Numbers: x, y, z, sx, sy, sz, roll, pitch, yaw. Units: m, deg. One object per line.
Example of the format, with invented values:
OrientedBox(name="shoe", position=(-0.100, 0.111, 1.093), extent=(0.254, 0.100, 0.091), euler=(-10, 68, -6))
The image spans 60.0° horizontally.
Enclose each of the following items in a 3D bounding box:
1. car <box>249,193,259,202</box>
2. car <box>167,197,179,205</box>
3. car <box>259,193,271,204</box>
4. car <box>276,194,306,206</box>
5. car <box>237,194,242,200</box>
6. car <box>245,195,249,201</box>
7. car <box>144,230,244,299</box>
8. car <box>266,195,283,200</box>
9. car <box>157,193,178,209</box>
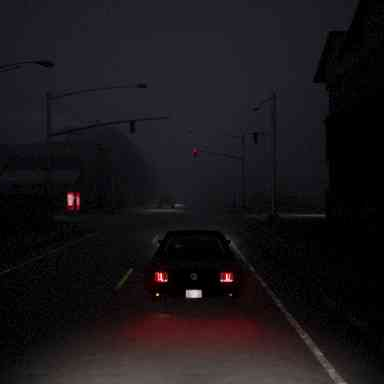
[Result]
OrientedBox(name="car", position=(14.170, 1.092, 67.572), extent=(3.866, 1.878, 1.905), euler=(0, 0, 0))
OrientedBox(name="car", position=(-3.554, 1.600, 62.050), extent=(1.895, 1.301, 4.718), euler=(0, 0, 0))
OrientedBox(name="car", position=(14.170, 1.169, 54.778), extent=(5.027, 1.636, 2.152), euler=(0, 0, 0))
OrientedBox(name="car", position=(14.494, 1.247, 48.360), extent=(3.806, 1.475, 1.970), euler=(0, 0, 0))
OrientedBox(name="car", position=(13.894, 1.388, 89.062), extent=(3.633, 1.501, 1.845), euler=(0, 0, 0))
OrientedBox(name="car", position=(13.758, 1.112, 70.478), extent=(4.605, 1.855, 1.932), euler=(0, 0, 0))
OrientedBox(name="car", position=(0.059, 1.601, 8.388), extent=(1.895, 1.301, 4.718), euler=(0, 0, 1))
OrientedBox(name="car", position=(21.315, 1.399, 86.082), extent=(3.806, 1.475, 1.970), euler=(0, 0, 0))
OrientedBox(name="car", position=(-3.590, 1.221, 46.747), extent=(2.150, 2.045, 5.566), euler=(0, 0, 0))
